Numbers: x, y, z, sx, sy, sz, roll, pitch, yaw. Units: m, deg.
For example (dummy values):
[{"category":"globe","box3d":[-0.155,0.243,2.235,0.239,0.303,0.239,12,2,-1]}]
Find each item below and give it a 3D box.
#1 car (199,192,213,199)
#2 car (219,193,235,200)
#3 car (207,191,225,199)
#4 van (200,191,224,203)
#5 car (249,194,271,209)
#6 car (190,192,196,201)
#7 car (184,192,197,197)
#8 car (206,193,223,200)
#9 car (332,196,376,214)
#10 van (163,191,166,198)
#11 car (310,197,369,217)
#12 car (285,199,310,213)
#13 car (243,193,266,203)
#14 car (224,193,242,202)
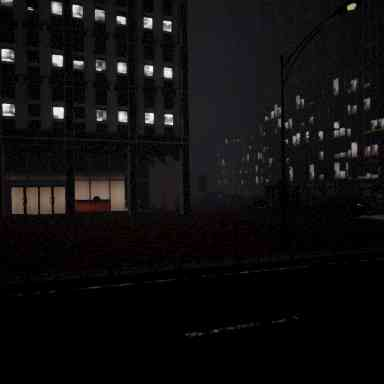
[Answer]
[{"category":"car","box3d":[3.450,0.705,80.300,1.967,1.590,4.097,0,1,-20]},{"category":"car","box3d":[7.320,0.953,69.614,1.802,1.307,4.206,0,1,-20]},{"category":"car","box3d":[5.384,0.633,74.955,2.192,1.841,5.009,0,1,-20]},{"category":"van","box3d":[3.308,0.952,56.071,1.690,1.788,3.998,0,1,-20]},{"category":"car","box3d":[9.061,1.331,40.025,1.947,1.339,4.313,0,1,-20]},{"category":"car","box3d":[-0.560,1.056,66.763,2.008,1.369,4.403,0,1,-20]},{"category":"car","box3d":[-0.418,0.709,90.990,2.008,1.369,4.403,0,1,-20]},{"category":"car","box3d":[4.559,0.930,69.609,1.812,1.442,4.674,-1,1,-20]},{"category":"car","box3d":[14.959,1.165,31.466,2.097,1.767,4.553,-1,1,-20]},{"category":"van","box3d":[-6.364,0.687,82.793,1.690,1.788,3.998,0,1,-20]},{"category":"car","box3d":[12.858,1.434,29.309,1.947,1.339,4.313,0,1,-20]},{"category":"car","box3d":[10.940,1.399,34.661,1.802,1.307,4.206,0,1,-20]},{"category":"car","box3d":[9.632,1.220,46.213,2.033,1.411,5.357,-1,1,-20]},{"category":"car","box3d":[7.974,1.023,60.173,1.812,1.442,4.674,-1,1,-20]}]
